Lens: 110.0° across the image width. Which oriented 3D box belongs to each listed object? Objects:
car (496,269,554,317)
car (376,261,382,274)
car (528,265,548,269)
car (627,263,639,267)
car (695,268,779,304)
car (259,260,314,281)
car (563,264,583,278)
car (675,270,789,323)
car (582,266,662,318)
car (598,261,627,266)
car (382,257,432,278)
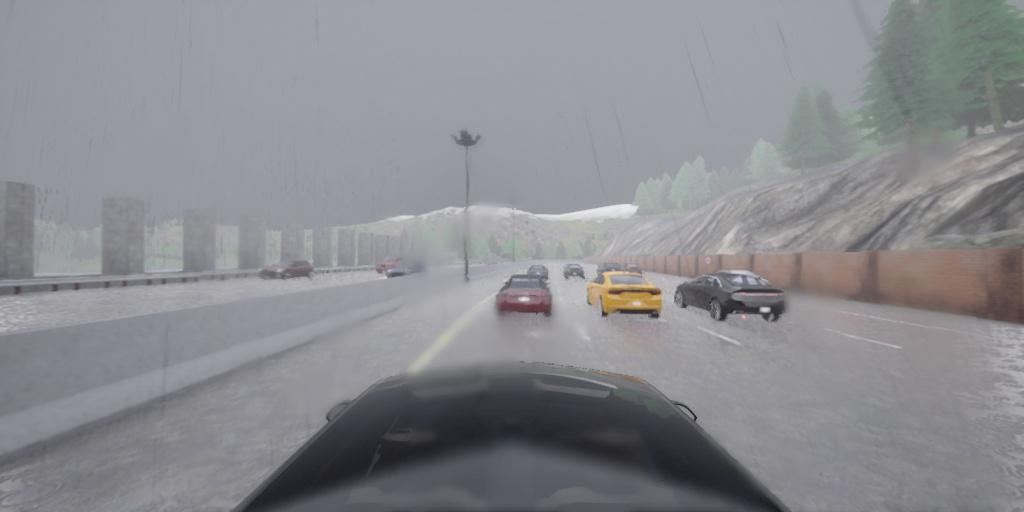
[{"bbox_3d":[0.547,1.383,13.655,1.994,1.385,4.181,0,0,4],"label":"car"},{"bbox_3d":[-14.211,1.106,43.173,2.150,2.045,5.566,0,-1,8],"label":"car"},{"bbox_3d":[2.418,1.503,33.414,1.994,1.385,4.181,0,0,6],"label":"car"},{"bbox_3d":[14.134,1.593,42.800,1.812,1.442,4.674,0,0,7],"label":"car"},{"bbox_3d":[11.482,1.444,18.720,1.812,1.442,4.674,0,0,5],"label":"car"},{"bbox_3d":[-19.181,1.132,30.741,2.097,1.767,4.553,0,0,6],"label":"car"},{"bbox_3d":[6.312,1.508,36.663,1.812,1.442,4.674,0,0,7],"label":"car"},{"bbox_3d":[7.505,1.352,12.820,2.128,1.511,4.902,0,0,4],"label":"car"},{"bbox_3d":[4.030,1.319,13.545,1.882,1.535,5.008,0,0,4],"label":"car"},{"bbox_3d":[9.776,1.353,36.050,2.097,1.767,4.553,0,0,7],"label":"car"},{"bbox_3d":[-8.683,1.197,30.089,2.097,1.767,4.553,0,0,6],"label":"car"}]
